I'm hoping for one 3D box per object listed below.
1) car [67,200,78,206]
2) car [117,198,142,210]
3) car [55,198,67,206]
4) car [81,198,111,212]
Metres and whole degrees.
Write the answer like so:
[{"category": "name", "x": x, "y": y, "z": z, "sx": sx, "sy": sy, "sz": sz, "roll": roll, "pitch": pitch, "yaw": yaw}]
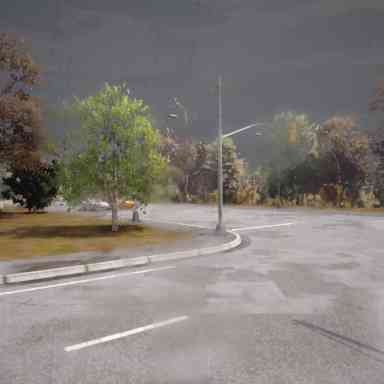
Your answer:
[{"category": "car", "x": -18.574, "y": 1.447, "z": 53.206, "sx": 2.128, "sy": 1.511, "sz": 4.902, "roll": -1, "pitch": 0, "yaw": -39}, {"category": "car", "x": -7.847, "y": 1.332, "z": 39.752, "sx": 1.882, "sy": 1.535, "sz": 5.008, "roll": -1, "pitch": 0, "yaw": -39}, {"category": "car", "x": -21.322, "y": 1.148, "z": 51.032, "sx": 2.097, "sy": 1.767, "sz": 4.553, "roll": -1, "pitch": 0, "yaw": -39}, {"category": "car", "x": -10.954, "y": 1.426, "z": 38.032, "sx": 1.812, "sy": 1.442, "sz": 4.674, "roll": -1, "pitch": 0, "yaw": -39}]
